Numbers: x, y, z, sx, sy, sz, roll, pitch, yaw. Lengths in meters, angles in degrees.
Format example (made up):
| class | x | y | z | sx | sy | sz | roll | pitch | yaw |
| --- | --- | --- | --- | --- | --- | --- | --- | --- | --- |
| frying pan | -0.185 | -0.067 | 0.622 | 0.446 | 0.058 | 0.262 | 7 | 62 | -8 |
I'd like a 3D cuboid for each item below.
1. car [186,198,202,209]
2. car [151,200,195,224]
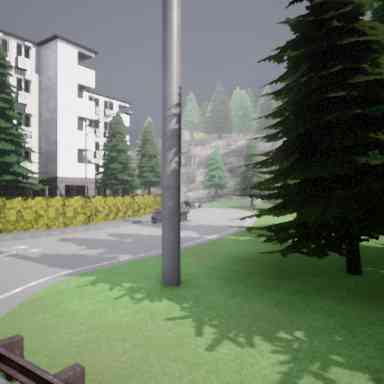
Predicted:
| class | x | y | z | sx | sy | sz | roll | pitch | yaw |
| --- | --- | --- | --- | --- | --- | --- | --- | --- | --- |
| car | 0.112 | 1.627 | 48.226 | 2.128 | 1.511 | 4.902 | 0 | 0 | -14 |
| car | -1.555 | 1.656 | 25.892 | 1.837 | 1.490 | 4.892 | 0 | 0 | 18 |
